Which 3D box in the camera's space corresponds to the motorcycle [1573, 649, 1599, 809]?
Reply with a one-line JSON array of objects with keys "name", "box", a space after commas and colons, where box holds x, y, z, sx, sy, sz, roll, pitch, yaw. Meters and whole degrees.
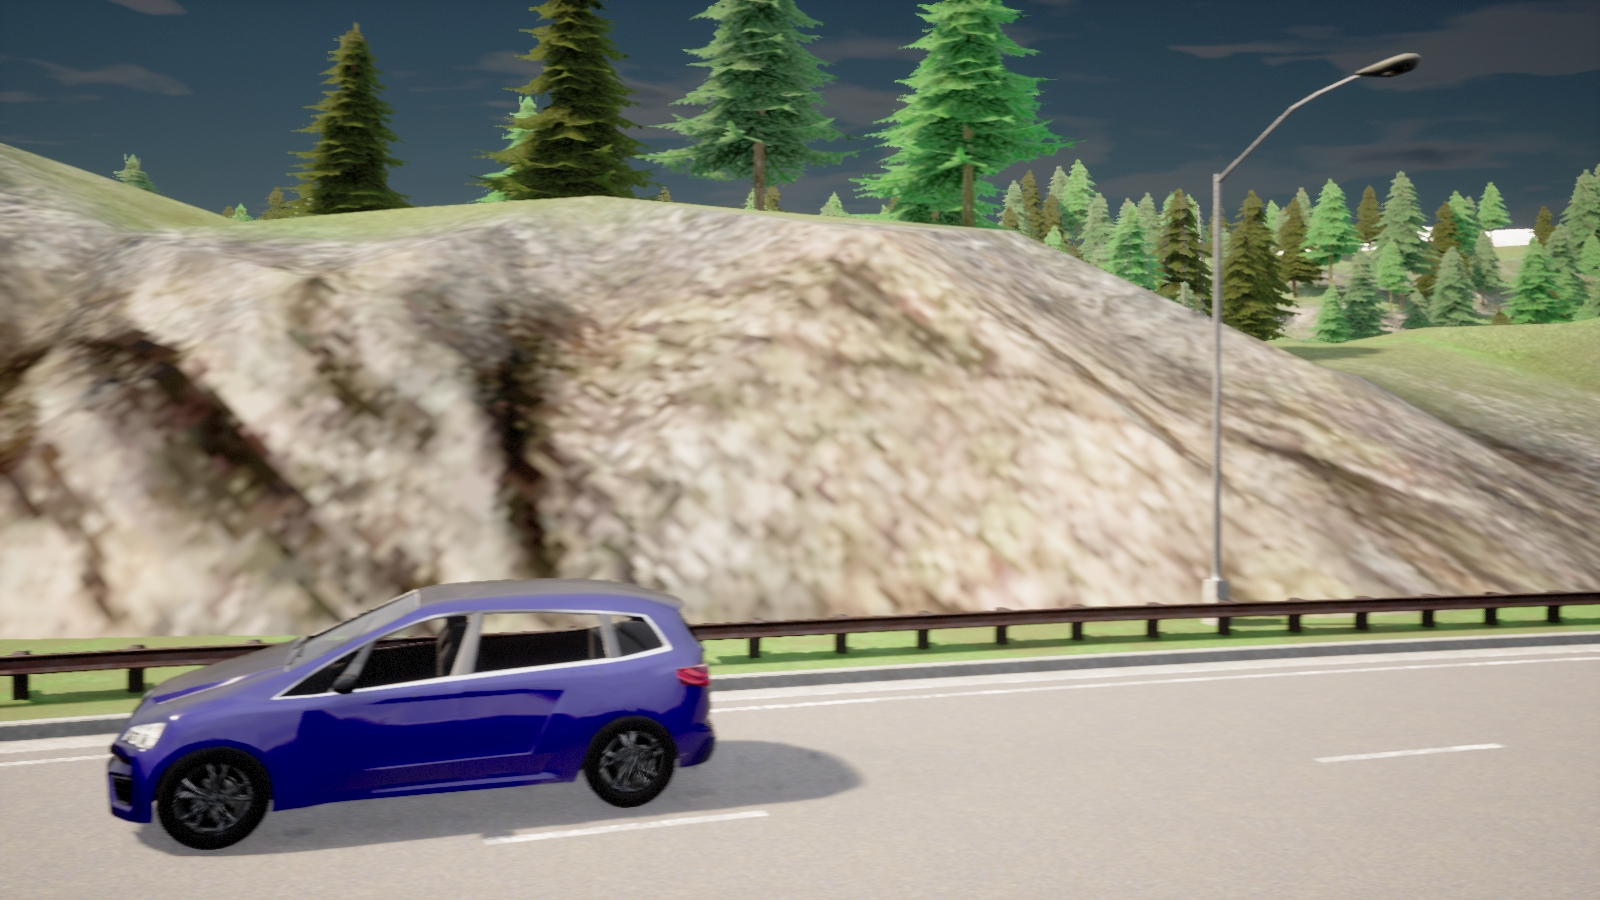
[{"name": "motorcycle", "box": [7.282, 2.214, 9.026, 2.033, 1.199, 0.803, 0, 1, -15]}]

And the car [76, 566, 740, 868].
[{"name": "car", "box": [-3.027, 1.968, 9.452, 4.611, 1.667, 2.242, 0, 0, -19]}]
